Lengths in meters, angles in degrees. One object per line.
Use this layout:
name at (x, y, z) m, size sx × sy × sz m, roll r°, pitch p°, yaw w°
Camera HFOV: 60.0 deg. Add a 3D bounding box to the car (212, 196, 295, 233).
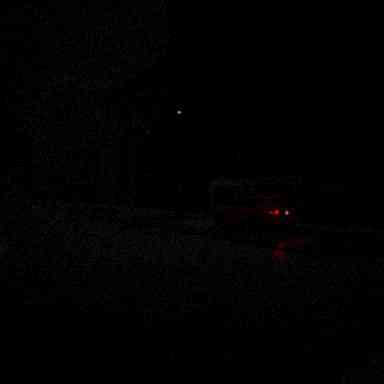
car at (3.602, 1.232, 20.255) m, size 2.150 × 2.045 × 5.566 m, roll 0°, pitch 0°, yaw -36°
